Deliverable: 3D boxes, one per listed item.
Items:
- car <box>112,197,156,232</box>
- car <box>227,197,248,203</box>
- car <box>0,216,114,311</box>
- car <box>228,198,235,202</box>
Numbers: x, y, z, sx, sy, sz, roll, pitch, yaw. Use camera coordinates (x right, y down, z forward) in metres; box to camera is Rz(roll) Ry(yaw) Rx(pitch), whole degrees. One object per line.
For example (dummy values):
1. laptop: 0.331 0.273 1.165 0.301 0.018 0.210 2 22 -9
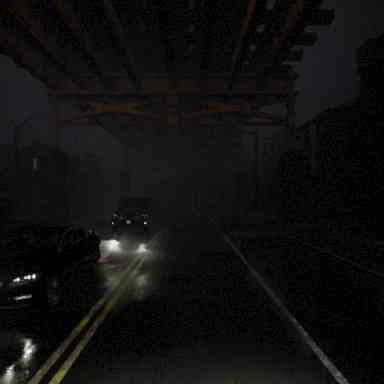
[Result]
1. car: -3.571 1.350 21.406 2.150 2.045 5.566 0 -1 0
2. car: 11.932 2.014 86.935 4.974 1.542 2.038 0 0 30
3. car: -3.614 1.548 8.069 2.128 1.511 4.902 0 0 0
4. car: 11.977 1.856 86.911 4.536 1.218 1.853 0 0 30
